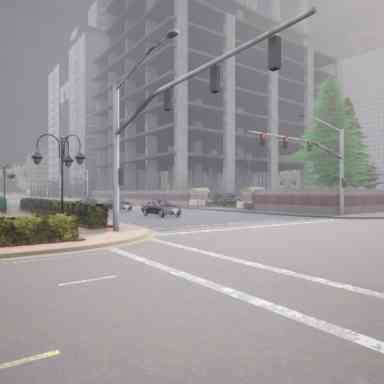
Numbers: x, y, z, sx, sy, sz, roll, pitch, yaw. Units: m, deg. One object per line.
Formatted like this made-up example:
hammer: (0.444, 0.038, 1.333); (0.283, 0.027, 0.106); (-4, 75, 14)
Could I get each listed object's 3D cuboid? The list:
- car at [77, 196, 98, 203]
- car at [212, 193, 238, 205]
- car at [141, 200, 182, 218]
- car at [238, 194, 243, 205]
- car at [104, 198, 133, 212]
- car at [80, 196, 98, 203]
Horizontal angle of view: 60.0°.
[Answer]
car: (-14.483, 1.509, 45.880); (1.994, 1.385, 4.181); (0, 0, -36)
car: (4.957, 1.114, 53.441); (1.905, 1.878, 3.866); (0, 0, -36)
car: (-2.819, 1.436, 29.815); (2.128, 1.511, 4.902); (0, 0, -36)
car: (7.346, 1.114, 55.157); (1.905, 1.878, 3.866); (0, 0, -36)
car: (-8.390, 1.435, 37.481); (2.128, 1.511, 4.902); (0, 0, -36)
car: (-20.713, 1.545, 66.671); (1.895, 1.301, 4.718); (0, 0, -36)
